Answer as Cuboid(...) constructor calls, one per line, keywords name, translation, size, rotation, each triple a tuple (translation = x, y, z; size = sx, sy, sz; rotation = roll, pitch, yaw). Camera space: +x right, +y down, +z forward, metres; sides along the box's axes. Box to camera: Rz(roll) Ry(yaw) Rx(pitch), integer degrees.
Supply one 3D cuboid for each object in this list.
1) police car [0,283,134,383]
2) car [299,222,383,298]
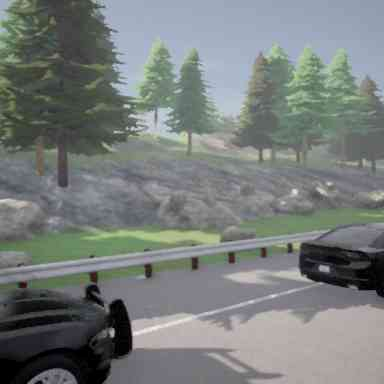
Cuboid(name="police car", translation=(-3.079, 1.452, 2.916), size=(5.238, 1.638, 1.930), rotation=(0, 0, -37))
Cuboid(name="car", translation=(4.919, 1.532, 8.698), size=(5.008, 1.535, 1.882), rotation=(0, 0, -35))
